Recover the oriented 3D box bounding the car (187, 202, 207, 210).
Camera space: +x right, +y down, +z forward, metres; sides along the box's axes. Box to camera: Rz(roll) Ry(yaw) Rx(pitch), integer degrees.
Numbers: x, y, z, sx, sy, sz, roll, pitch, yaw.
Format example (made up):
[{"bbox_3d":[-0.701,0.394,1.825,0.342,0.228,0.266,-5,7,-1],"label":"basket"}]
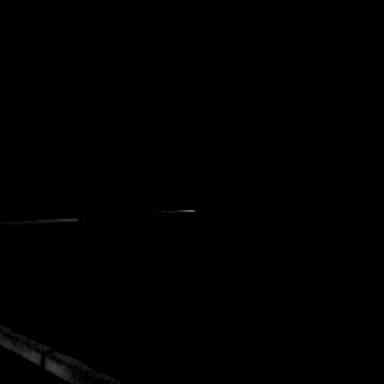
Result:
[{"bbox_3d":[0.845,2.423,57.002,1.994,1.385,4.181,-2,-2,32],"label":"car"}]
